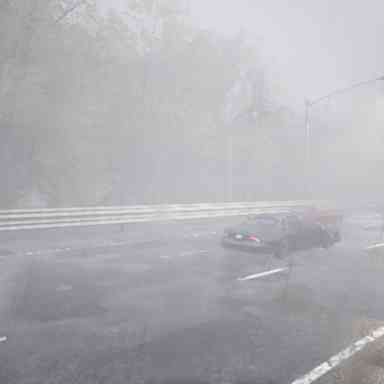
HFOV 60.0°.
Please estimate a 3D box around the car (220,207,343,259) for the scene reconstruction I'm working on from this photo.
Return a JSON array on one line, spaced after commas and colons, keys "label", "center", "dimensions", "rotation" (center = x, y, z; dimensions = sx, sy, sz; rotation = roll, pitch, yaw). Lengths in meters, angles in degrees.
[{"label": "car", "center": [3.446, 1.491, 12.349], "dimensions": [5.357, 1.411, 2.033], "rotation": [0, 0, -40]}]
